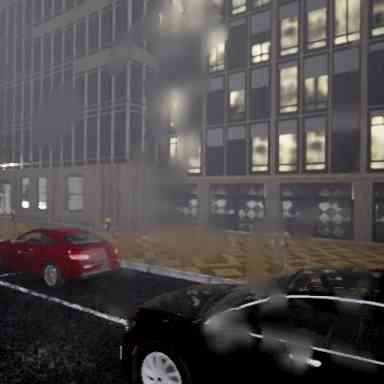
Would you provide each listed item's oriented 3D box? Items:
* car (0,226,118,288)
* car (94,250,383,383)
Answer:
[{"bbox_3d":[-3.744,1.567,8.963,4.206,1.307,1.802,1,0,34],"label":"car"},{"bbox_3d":[1.405,1.539,3.298,4.892,1.490,1.837,1,0,34],"label":"car"}]
